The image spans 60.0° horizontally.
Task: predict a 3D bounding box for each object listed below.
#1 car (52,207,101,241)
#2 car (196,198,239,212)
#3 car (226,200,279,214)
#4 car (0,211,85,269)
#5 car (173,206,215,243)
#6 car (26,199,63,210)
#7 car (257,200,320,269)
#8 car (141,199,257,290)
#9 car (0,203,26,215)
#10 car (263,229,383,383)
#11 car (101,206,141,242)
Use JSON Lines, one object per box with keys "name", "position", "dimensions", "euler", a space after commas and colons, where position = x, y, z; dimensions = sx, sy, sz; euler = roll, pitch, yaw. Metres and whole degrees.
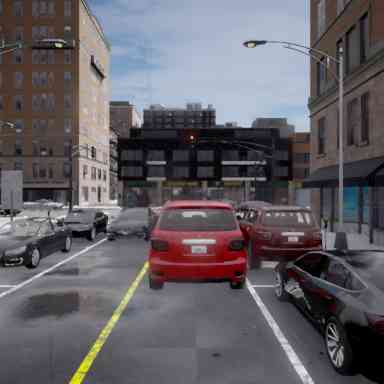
{"name": "car", "position": [-5.387, 1.566, 16.717], "dimensions": [1.947, 1.339, 4.313], "euler": [0, 0, 0]}
{"name": "car", "position": [2.911, 1.516, 39.003], "dimensions": [4.902, 1.511, 2.128], "euler": [0, 0, 0]}
{"name": "car", "position": [6.416, 1.587, 35.770], "dimensions": [5.357, 1.411, 2.033], "euler": [0, 0, 0]}
{"name": "car", "position": [-5.388, 1.551, 11.055], "dimensions": [2.008, 1.369, 4.403], "euler": [0, 0, 0]}
{"name": "car", "position": [0.092, 1.526, 16.972], "dimensions": [1.812, 1.442, 4.674], "euler": [0, 0, 0]}
{"name": "car", "position": [-17.777, 1.523, 38.915], "dimensions": [4.718, 1.301, 1.895], "euler": [0, 0, 0]}
{"name": "car", "position": [2.637, 1.315, 11.054], "dimensions": [2.192, 1.841, 5.009], "euler": [0, 0, 0]}
{"name": "car", "position": [0.080, 1.222, 9.213], "dimensions": [2.150, 2.045, 5.566], "euler": [0, 0, -1]}
{"name": "car", "position": [-17.512, 1.524, 28.959], "dimensions": [4.718, 1.301, 1.895], "euler": [0, 0, 0]}
{"name": "car", "position": [2.636, 1.566, 5.392], "dimensions": [1.947, 1.339, 4.313], "euler": [0, 0, 0]}
{"name": "car", "position": [-2.807, 1.505, 16.512], "dimensions": [1.837, 1.490, 4.892], "euler": [0, 0, 1]}
